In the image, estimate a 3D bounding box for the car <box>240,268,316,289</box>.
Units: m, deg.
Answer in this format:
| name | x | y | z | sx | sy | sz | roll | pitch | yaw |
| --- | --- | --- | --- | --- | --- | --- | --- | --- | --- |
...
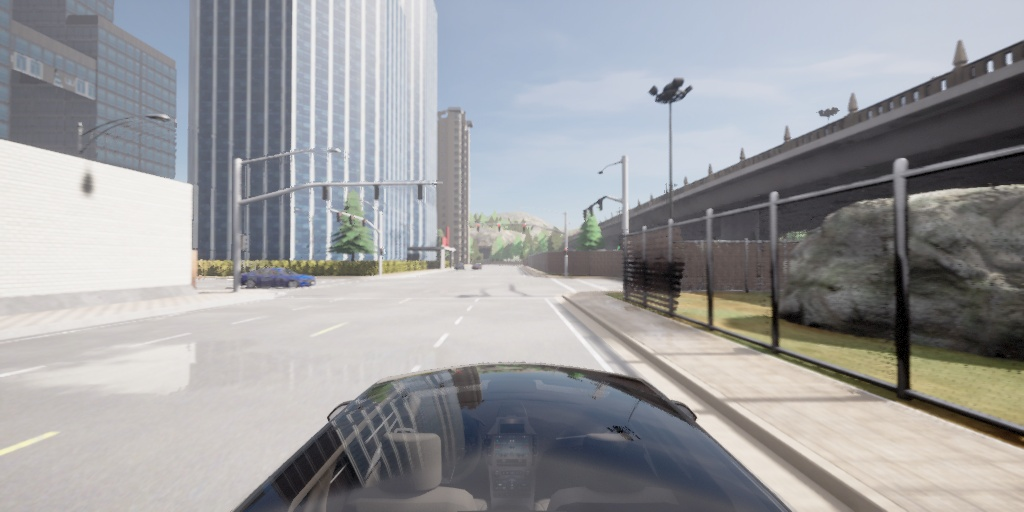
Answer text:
| name | x | y | z | sx | sy | sz | roll | pitch | yaw |
| --- | --- | --- | --- | --- | --- | --- | --- | --- | --- |
| car | -17.085 | 1.650 | 26.303 | 5.008 | 1.535 | 1.882 | 1 | -1 | 0 |
